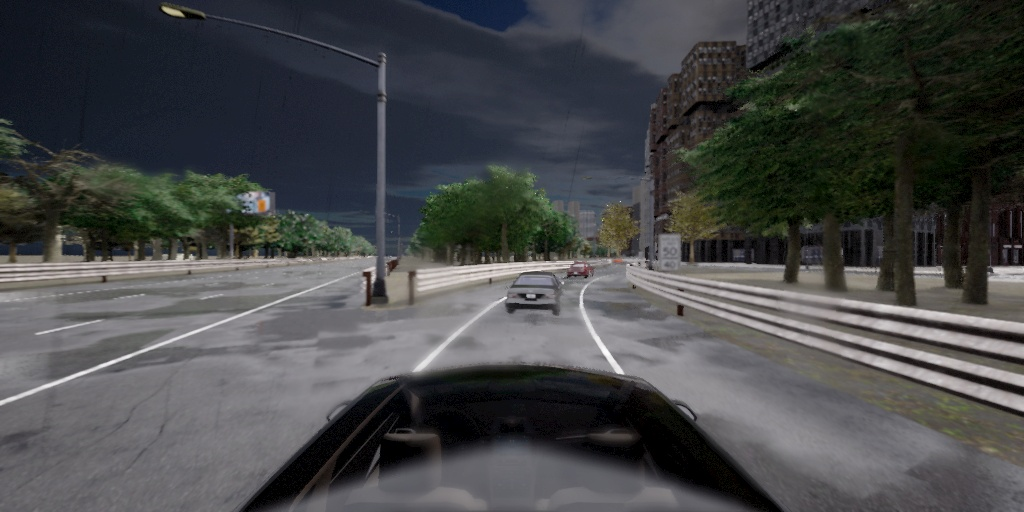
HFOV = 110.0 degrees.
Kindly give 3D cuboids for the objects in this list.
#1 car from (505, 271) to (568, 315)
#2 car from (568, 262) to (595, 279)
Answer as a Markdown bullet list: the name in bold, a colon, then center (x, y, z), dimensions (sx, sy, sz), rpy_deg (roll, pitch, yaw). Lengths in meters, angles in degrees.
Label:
- **car**: center (0.986, 1.301, 13.707), dimensions (2.033, 1.411, 5.357), rpy_deg (0, 0, 9)
- **car**: center (6.321, 1.295, 32.925), dimensions (1.812, 1.442, 4.674), rpy_deg (0, 0, 22)
